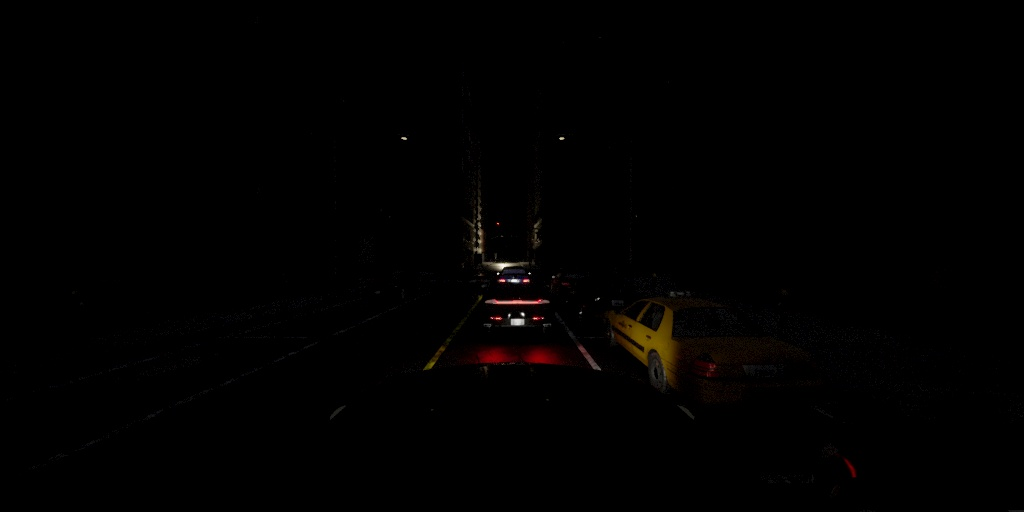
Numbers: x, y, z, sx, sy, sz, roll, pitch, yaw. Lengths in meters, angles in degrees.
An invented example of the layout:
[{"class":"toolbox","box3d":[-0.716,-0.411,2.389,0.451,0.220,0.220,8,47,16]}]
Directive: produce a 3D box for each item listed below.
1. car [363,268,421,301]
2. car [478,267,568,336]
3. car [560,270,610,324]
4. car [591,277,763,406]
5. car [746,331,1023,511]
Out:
[{"class":"car","box3d":[-5.663,1.290,17.388,1.888,1.381,4.507,0,0,0]},{"class":"car","box3d":[0.107,1.239,10.326,2.128,1.511,4.902,0,0,0]},{"class":"car","box3d":[2.879,1.312,11.800,1.948,1.339,4.313,0,0,0]},{"class":"car","box3d":[2.876,1.274,6.384,1.751,1.417,4.829,0,0,0]},{"class":"car","box3d":[2.872,1.301,0.628,2.007,1.370,4.403,0,0,0]}]
